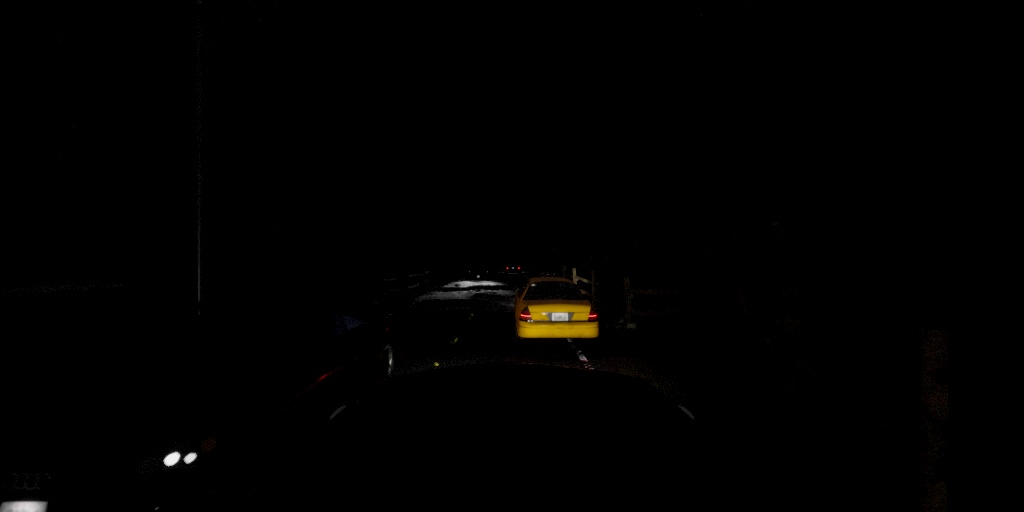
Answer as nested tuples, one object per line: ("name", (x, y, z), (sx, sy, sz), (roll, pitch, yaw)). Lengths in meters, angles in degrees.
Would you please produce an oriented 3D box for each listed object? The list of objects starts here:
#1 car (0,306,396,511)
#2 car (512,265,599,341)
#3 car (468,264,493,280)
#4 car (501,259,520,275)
("car", (-2.850, 1.314, 4.082), (1.994, 1.385, 4.181), (0, 0, 0))
("car", (0.972, 1.206, 9.811), (1.801, 1.575, 5.366), (0, 0, 0))
("car", (-2.719, 1.359, 31.230), (1.895, 1.301, 4.718), (0, 0, 0))
("car", (0.123, 1.312, 39.698), (2.033, 1.411, 5.357), (0, 0, 0))
